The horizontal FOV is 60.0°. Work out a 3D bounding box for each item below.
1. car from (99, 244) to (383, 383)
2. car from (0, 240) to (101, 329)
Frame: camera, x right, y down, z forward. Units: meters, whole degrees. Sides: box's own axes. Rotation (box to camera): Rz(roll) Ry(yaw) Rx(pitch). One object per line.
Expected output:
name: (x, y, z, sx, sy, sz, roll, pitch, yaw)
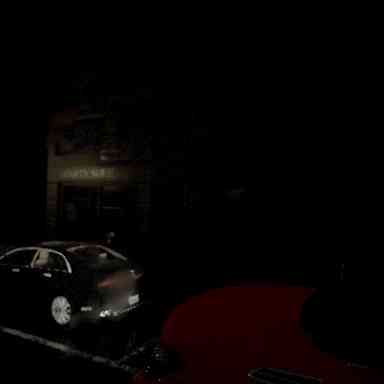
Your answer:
car: (2.253, 1.351, 2.232, 5.566, 2.045, 2.150, 0, -2, 28)
car: (-2.977, 1.697, 7.035, 4.403, 1.369, 2.008, 0, -2, 28)
